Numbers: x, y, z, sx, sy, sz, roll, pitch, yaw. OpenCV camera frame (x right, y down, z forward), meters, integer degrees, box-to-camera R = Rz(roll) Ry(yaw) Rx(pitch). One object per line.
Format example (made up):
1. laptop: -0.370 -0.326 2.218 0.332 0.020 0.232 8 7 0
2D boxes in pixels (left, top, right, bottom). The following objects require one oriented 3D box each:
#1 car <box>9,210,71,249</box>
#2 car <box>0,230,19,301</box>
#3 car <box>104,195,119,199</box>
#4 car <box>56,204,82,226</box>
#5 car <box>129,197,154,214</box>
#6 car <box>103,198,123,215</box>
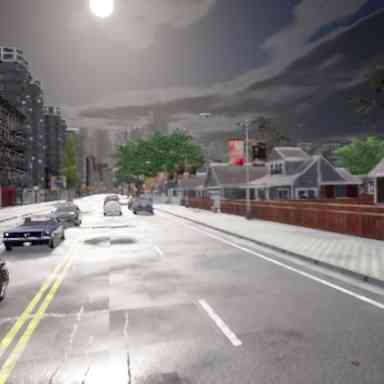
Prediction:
1. car: -6.966 1.738 15.188 1.895 1.301 4.718 -1 0 -14
2. car: -4.617 1.649 5.569 1.994 1.385 4.181 -1 0 -14
3. car: -11.225 1.462 46.767 2.150 2.045 5.566 -1 0 -13
4. car: -9.370 1.694 25.077 1.837 1.490 4.892 -1 0 -14
5. car: -5.569 1.489 37.305 2.097 1.767 4.553 -1 0 -13
6. car: -8.639 1.713 36.310 1.812 1.442 4.674 -1 0 -13
